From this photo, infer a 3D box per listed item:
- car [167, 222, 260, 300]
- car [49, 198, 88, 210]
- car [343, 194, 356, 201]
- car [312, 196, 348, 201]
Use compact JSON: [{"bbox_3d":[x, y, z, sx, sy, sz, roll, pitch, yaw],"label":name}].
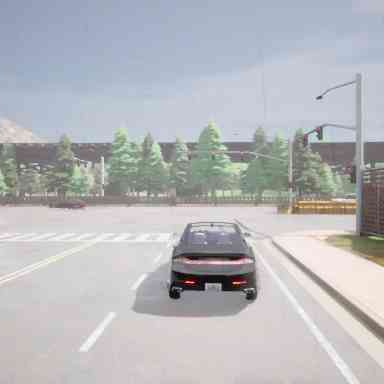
[{"bbox_3d":[0.510,1.492,8.397,2.128,1.511,4.902,0,0,3],"label":"car"},{"bbox_3d":[-15.731,1.525,42.368,4.674,1.442,1.812,0,0,2],"label":"car"},{"bbox_3d":[19.825,1.222,41.359,5.566,2.045,2.150,0,0,2],"label":"car"},{"bbox_3d":[14.544,1.491,37.976,4.902,1.511,2.128,0,0,1],"label":"car"}]
